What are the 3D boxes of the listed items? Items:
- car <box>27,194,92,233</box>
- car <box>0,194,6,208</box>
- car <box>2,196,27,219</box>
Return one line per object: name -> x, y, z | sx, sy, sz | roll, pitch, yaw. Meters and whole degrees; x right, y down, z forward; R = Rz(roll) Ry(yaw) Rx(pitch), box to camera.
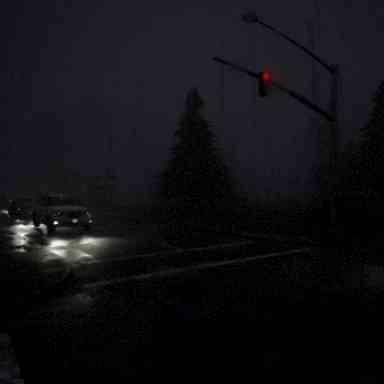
car -> -7.794, 1.134, 19.622 | 2.150, 2.045, 5.566 | 1, 0, -37
car -> -22.644, 1.089, 39.196 | 2.097, 1.767, 4.553 | 1, 0, -37
car -> -14.038, 1.331, 27.800 | 2.128, 1.511, 4.902 | 1, 0, -37
